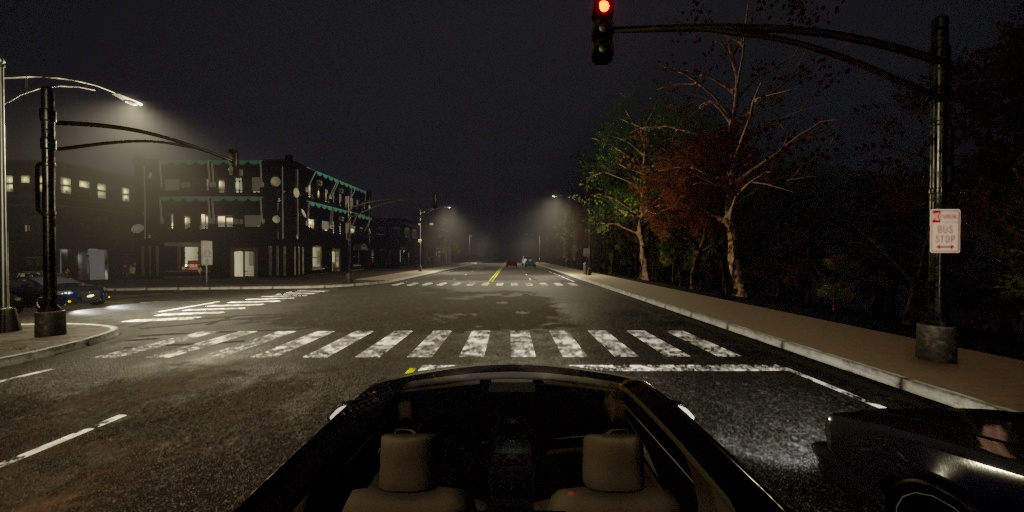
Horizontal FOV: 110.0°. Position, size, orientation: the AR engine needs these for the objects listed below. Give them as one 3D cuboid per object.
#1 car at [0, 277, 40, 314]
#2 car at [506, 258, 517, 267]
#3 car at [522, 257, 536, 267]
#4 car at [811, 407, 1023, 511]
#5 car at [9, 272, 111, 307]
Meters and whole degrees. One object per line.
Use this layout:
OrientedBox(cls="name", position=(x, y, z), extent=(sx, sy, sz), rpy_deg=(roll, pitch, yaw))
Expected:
OrientedBox(cls="car", position=(-19.973, 1.565, 12.496), extent=(4.313, 1.339, 1.948), rpy_deg=(0, 0, 0))
OrientedBox(cls="car", position=(-0.051, 1.204, 63.140), extent=(1.882, 1.535, 5.008), rpy_deg=(0, 0, 0))
OrientedBox(cls="car", position=(3.202, 1.274, 63.173), extent=(2.033, 1.411, 5.357), rpy_deg=(0, 0, 0))
OrientedBox(cls="car", position=(3.354, 1.298, 0.392), extent=(2.033, 1.411, 5.357), rpy_deg=(0, 0, 0))
OrientedBox(cls="car", position=(-19.866, 1.534, 15.202), extent=(4.181, 1.385, 1.994), rpy_deg=(-1, 1, 0))
